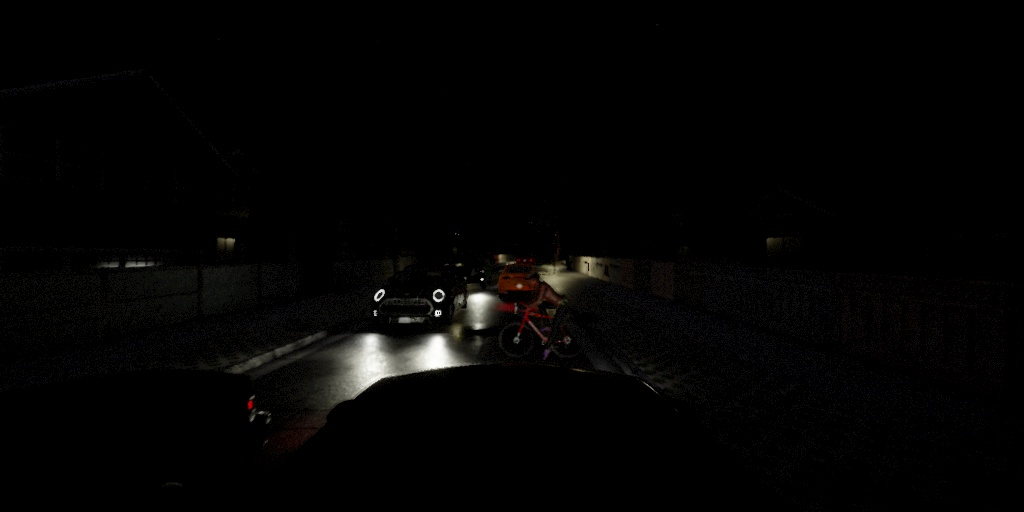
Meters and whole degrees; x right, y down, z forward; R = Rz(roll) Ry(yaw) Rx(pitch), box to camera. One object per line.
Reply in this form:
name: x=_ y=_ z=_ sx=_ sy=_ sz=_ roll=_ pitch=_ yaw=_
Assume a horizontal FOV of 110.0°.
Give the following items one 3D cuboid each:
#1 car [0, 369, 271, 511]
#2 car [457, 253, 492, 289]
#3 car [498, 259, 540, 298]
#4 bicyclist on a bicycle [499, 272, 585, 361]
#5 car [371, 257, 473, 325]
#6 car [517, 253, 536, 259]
car: x=-2.900 y=1.303 z=0.643 sx=2.033 sy=1.411 sz=5.357 roll=0 pitch=0 yaw=-2
car: x=-2.473 y=0.813 z=22.065 sx=2.150 sy=2.045 sz=5.566 roll=0 pitch=0 yaw=1
car: x=0.372 y=1.106 z=17.705 sx=1.882 sy=1.535 sz=5.008 roll=0 pitch=0 yaw=1
bicyclist on a bicycle: x=0.569 y=1.133 z=6.780 sx=1.656 sy=1.620 sz=0.582 roll=0 pitch=0 yaw=1
car: x=-2.688 y=1.026 z=11.368 sx=2.097 sy=1.767 sz=4.553 roll=0 pitch=0 yaw=1
car: x=1.837 y=0.612 z=46.726 sx=2.150 sy=2.045 sz=5.566 roll=0 pitch=0 yaw=6
